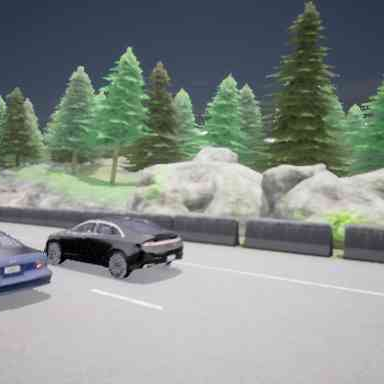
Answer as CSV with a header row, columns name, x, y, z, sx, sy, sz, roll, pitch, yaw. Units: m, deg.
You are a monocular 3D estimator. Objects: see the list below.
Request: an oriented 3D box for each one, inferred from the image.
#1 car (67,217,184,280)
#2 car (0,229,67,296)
name,x,y,z,sx,sy,sz,roll,pitch,yaw
car,-2.510,1.505,10.076,4.902,1.511,2.128,0,0,36
car,-5.527,1.556,7.942,5.357,1.411,2.033,0,0,36
